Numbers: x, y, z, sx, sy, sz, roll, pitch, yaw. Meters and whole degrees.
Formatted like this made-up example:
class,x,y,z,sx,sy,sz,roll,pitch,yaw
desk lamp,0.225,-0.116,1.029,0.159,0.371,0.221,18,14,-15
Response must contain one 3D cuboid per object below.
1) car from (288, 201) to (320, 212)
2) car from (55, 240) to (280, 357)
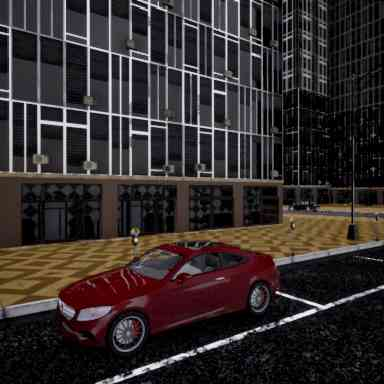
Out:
class,x,y,z,sx,sy,sz,roll,pitch,yaw
car,15.183,1.899,45.317,2.008,1.369,4.403,-1,0,-36
car,-0.186,1.582,5.969,4.206,1.307,1.802,0,0,-36
